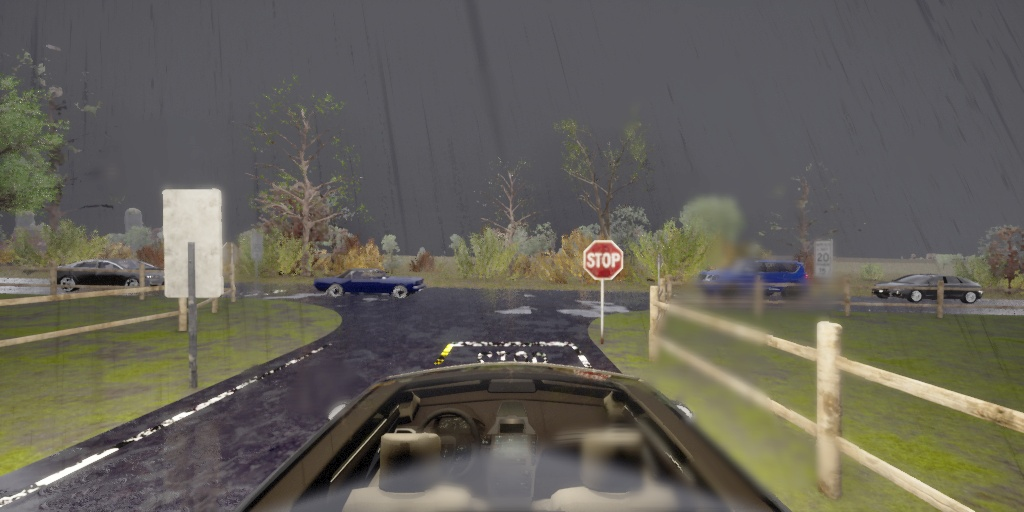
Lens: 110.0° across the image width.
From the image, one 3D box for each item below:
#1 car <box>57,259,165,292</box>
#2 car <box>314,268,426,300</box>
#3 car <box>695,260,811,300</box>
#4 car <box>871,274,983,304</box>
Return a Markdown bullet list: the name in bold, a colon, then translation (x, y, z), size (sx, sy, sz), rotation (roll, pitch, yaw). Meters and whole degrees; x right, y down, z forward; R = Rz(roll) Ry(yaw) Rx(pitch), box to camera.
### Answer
- **car**: translation (-18.491, 0.885, 16.944), size (4.902, 1.511, 2.128), rotation (1, 1, 0)
- **car**: translation (-6.540, 1.255, 16.928), size (4.718, 1.301, 1.895), rotation (1, 1, 0)
- **car**: translation (13.246, 1.260, 19.854), size (5.566, 2.045, 2.150), rotation (1, 1, 0)
- **car**: translation (22.865, 1.749, 19.847), size (4.892, 1.490, 1.837), rotation (1, 1, 0)
